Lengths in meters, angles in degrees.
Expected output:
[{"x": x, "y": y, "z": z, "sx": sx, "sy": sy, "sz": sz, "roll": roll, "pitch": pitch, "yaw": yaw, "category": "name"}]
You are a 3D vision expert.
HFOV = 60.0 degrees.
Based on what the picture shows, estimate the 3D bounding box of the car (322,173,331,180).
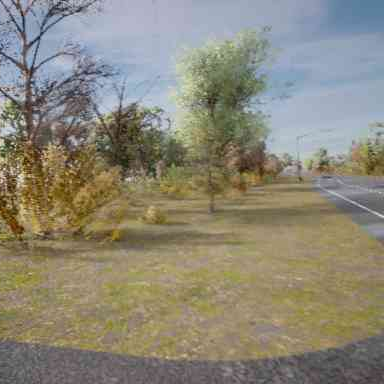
[{"x": 30.757, "y": -3.624, "z": 76.022, "sx": 2.033, "sy": 1.411, "sz": 5.357, "roll": -4, "pitch": 2, "yaw": 20, "category": "car"}]
